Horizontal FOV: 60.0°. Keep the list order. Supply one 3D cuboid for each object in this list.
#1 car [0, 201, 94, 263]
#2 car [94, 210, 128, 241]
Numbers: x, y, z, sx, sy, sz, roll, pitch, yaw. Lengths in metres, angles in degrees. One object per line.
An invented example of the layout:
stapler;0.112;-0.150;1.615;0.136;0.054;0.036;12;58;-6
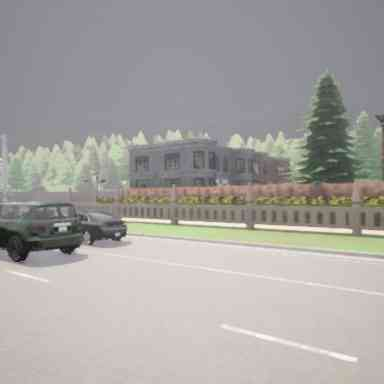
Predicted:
car;-6.564;1.365;12.859;5.566;2.045;2.150;0;0;36
car;-5.278;1.657;16.252;4.892;1.490;1.837;0;0;36
